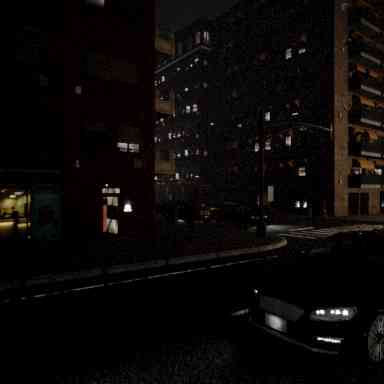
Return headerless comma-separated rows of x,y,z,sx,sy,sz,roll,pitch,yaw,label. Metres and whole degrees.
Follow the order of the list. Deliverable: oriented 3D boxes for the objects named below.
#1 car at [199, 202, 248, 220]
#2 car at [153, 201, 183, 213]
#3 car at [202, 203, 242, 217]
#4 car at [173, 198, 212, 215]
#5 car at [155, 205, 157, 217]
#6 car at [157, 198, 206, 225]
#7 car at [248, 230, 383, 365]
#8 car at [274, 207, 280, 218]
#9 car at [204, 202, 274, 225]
2.940,1.772,32.387,1.882,1.535,5.008,0,0,-36,car
-3.343,2.025,45.600,2.008,1.369,4.403,-1,0,-36,car
3.256,1.899,36.630,1.947,1.339,4.313,-1,0,-36,car
-0.048,1.718,41.116,2.192,1.841,5.009,-1,0,-36,car
-2.340,1.861,34.266,1.837,1.490,4.892,0,-1,-37,car
-0.434,1.586,27.049,2.192,1.841,5.009,-1,0,-36,car
3.122,1.491,5.894,4.902,1.511,2.128,0,0,-35,car
6.556,1.844,32.146,1.802,1.307,4.206,-1,0,-36,car
3.536,1.779,26.338,2.033,1.411,5.357,0,-1,-34,car
